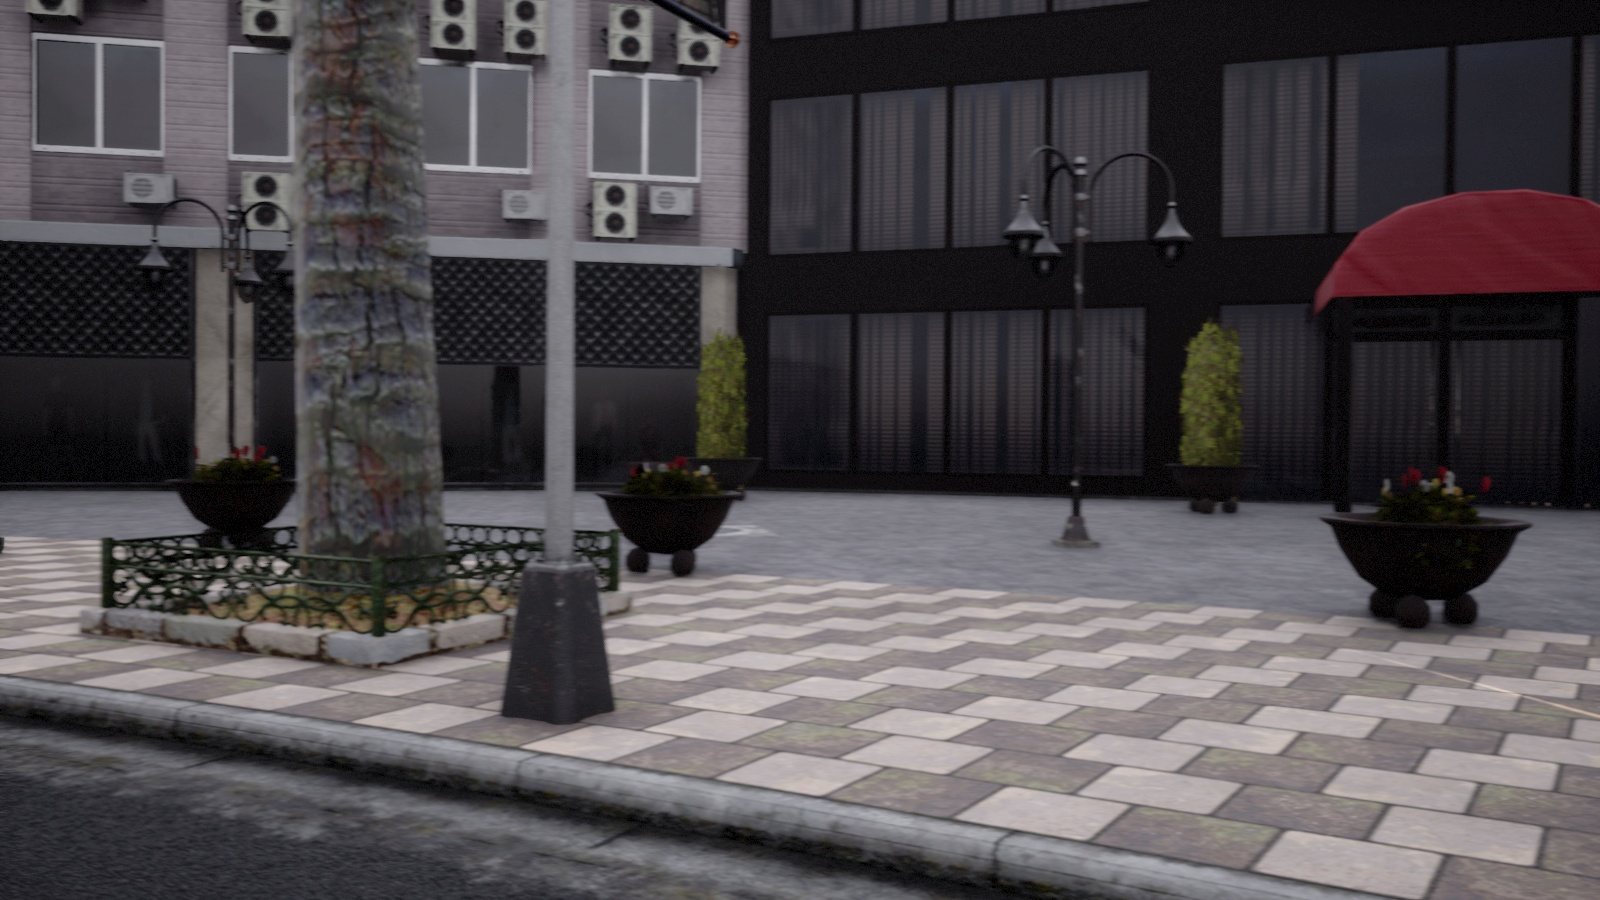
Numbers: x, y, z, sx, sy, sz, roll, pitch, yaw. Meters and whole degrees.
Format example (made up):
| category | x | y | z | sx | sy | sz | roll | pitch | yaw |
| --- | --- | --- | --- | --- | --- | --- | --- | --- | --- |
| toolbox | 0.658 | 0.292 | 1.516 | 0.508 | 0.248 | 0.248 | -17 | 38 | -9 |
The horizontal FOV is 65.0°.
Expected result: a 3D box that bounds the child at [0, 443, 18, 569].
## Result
| category | x | y | z | sx | sy | sz | roll | pitch | yaw |
| --- | --- | --- | --- | --- | --- | --- | --- | --- | --- |
| child | -8.202 | 0.561 | 12.676 | 0.437 | 1.263 | 0.270 | 0 | 1 | 14 |
